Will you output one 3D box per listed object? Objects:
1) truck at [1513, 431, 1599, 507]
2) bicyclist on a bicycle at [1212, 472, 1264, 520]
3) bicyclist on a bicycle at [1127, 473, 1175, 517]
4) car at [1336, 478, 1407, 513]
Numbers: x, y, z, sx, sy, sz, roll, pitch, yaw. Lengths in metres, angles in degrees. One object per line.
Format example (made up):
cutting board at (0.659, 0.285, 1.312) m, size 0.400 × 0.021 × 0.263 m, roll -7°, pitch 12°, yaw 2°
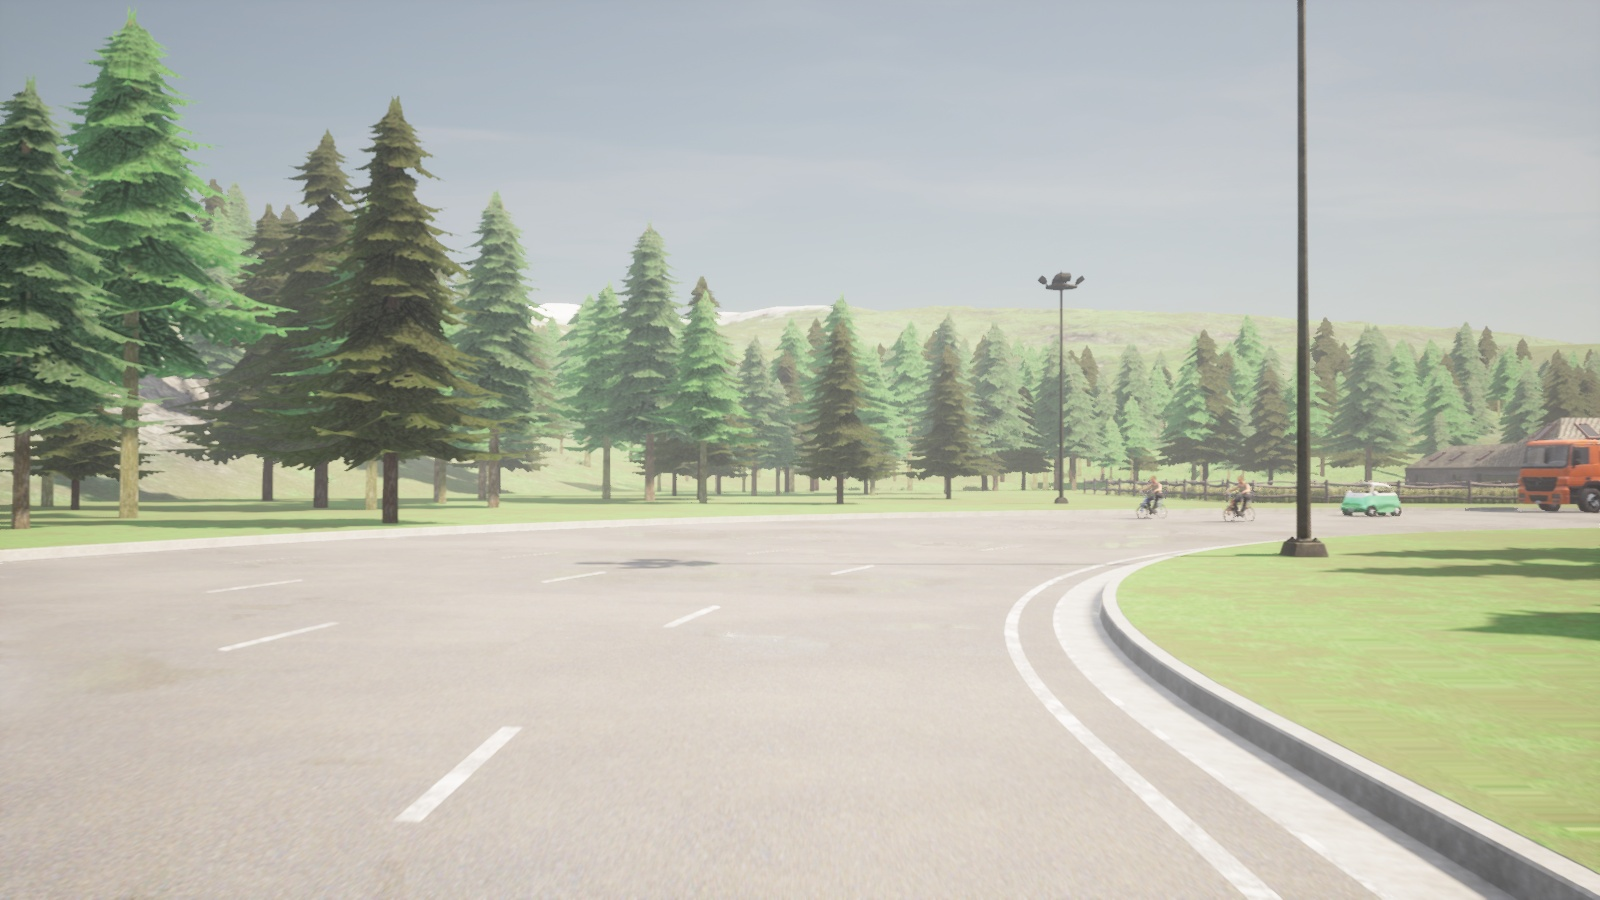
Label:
truck at (38.016, 0.879, 58.854) m, size 7.936 × 3.462 × 2.891 m, roll 0°, pitch -1°, yaw -11°
bicyclist on a bicycle at (15.168, 1.578, 43.482) m, size 1.509 × 1.612 × 0.866 m, roll 0°, pitch -1°, yaw -27°
bicyclist on a bicycle at (12.921, 1.643, 46.254) m, size 1.509 × 1.612 × 0.866 m, roll 0°, pitch -1°, yaw -28°
car at (23.108, 1.813, 50.806) m, size 2.207 × 1.376 × 1.481 m, roll 1°, pitch -1°, yaw -20°
